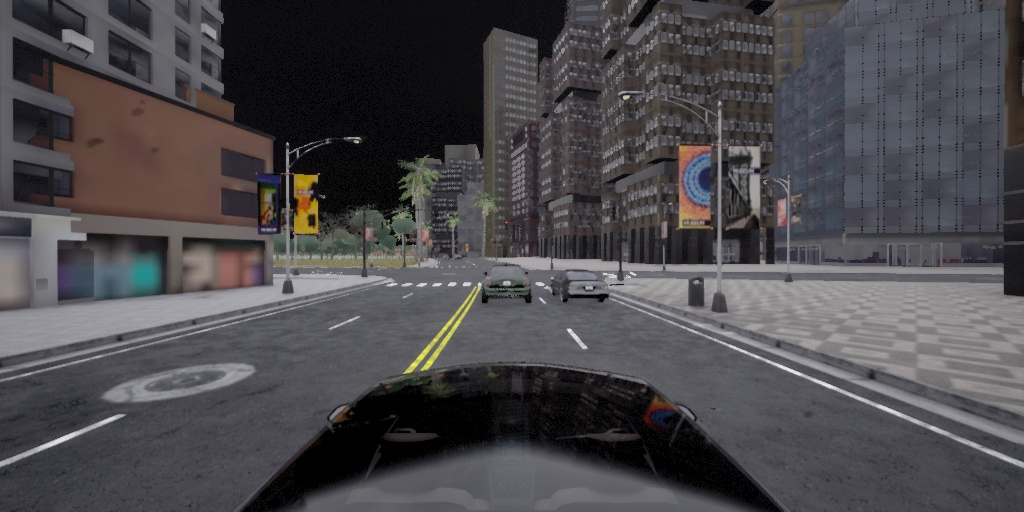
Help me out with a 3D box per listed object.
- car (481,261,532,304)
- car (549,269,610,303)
[{"bbox_3d":[-0.283,1.112,16.559,2.097,1.767,4.553,0,0,-2],"label":"car"},{"bbox_3d":[2.964,1.309,16.712,2.033,1.411,5.357,0,0,-2],"label":"car"}]
